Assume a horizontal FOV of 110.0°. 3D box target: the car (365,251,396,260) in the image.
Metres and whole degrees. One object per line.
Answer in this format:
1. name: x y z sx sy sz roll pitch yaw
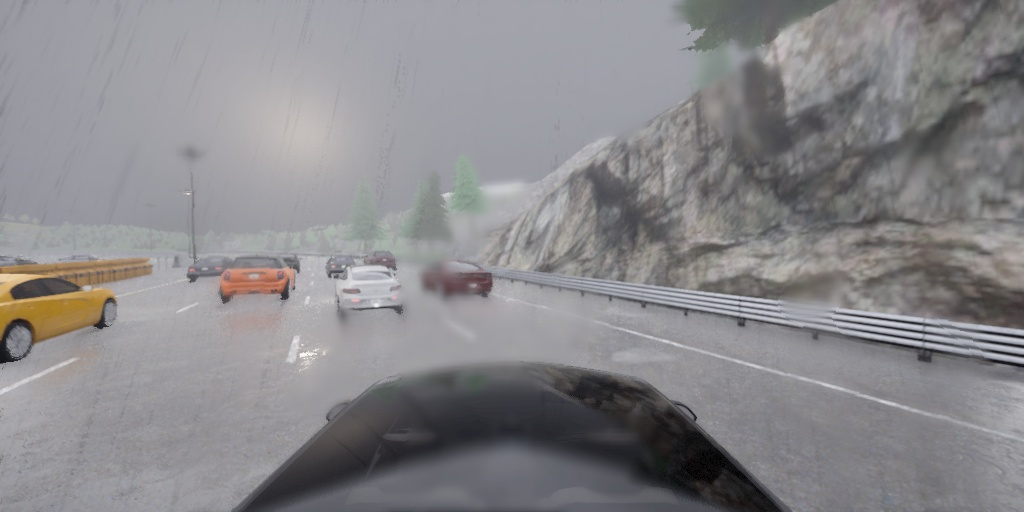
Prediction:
1. car: -11.675 0.310 31.637 2.097 1.767 4.553 -1 2 -30

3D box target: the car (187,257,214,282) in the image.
1. car: -18.354 0.773 22.256 2.033 1.411 5.357 -1 2 -29

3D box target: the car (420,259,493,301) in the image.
1. car: -2.486 0.871 15.000 1.882 1.535 5.008 -1 2 -28

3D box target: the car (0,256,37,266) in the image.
1. car: -37.924 0.698 26.897 1.994 1.385 4.181 -1 2 -35

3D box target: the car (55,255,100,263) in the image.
1. car: -35.328 0.628 29.290 1.994 1.385 4.181 -1 2 -35

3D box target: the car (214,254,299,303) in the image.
1. car: -10.370 0.760 14.959 2.097 1.767 4.553 -1 2 -28

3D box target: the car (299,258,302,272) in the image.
1. car: -18.294 0.547 29.089 1.837 1.490 4.892 -1 2 -31

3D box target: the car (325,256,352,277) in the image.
1. car: -12.176 0.673 25.542 2.033 1.411 5.357 -1 2 -29

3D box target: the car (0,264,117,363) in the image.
1. car: -10.277 1.096 7.226 1.882 1.535 5.008 -1 2 -27

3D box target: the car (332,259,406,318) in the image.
1. car: -4.717 1.012 11.710 1.812 1.442 4.674 -1 2 -27
